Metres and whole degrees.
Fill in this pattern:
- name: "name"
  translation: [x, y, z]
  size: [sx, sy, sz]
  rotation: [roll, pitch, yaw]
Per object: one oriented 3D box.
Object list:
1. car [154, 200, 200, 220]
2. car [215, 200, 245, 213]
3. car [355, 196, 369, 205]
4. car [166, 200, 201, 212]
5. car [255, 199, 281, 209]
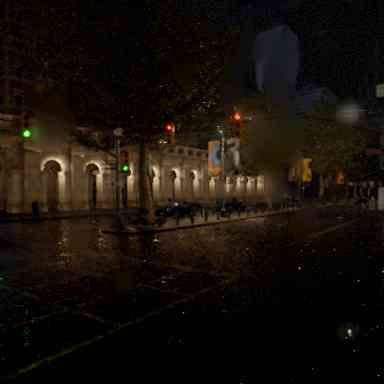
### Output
- name: "car"
  translation: [-1.454, 1.639, 29.332]
  size: [1.994, 1.385, 4.181]
  rotation: [0, 0, 36]
- name: "car"
  translation: [4.312, 1.639, 37.333]
  size: [1.994, 1.385, 4.181]
  rotation: [0, 0, 35]
- name: "car"
  translation: [30.402, 1.543, 59.450]
  size: [1.837, 1.490, 4.892]
  rotation: [0, 0, 35]
- name: "car"
  translation: [-0.986, 1.697, 41.343]
  size: [1.895, 1.301, 4.718]
  rotation: [0, 0, 36]
- name: "car"
  translation: [10.570, 1.621, 45.973]
  size: [2.033, 1.411, 5.357]
  rotation: [0, 0, 36]
